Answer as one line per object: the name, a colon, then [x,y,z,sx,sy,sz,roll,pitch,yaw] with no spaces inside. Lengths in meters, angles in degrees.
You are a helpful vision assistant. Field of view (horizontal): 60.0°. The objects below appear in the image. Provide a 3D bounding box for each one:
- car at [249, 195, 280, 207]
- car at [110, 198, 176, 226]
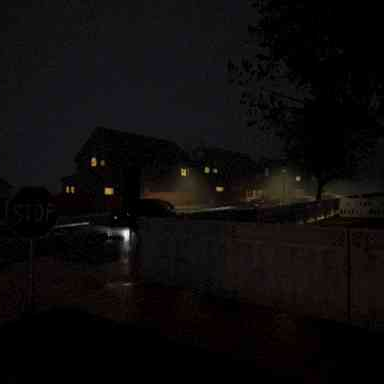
car: [8.031,1.006,36.725,1.895,1.301,4.718,2,2,35]
car: [-2.997,1.198,21.151,1.837,1.490,4.892,2,2,35]
